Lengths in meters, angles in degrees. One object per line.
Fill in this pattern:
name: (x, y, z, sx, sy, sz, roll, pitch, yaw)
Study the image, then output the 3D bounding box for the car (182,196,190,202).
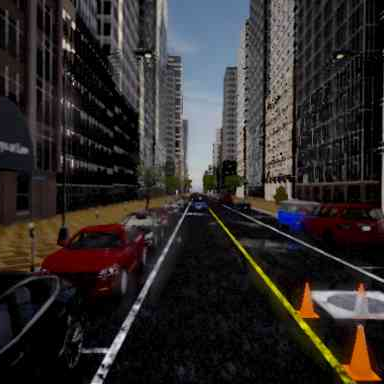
car: (-1.404, 1.629, 82.446, 1.947, 1.339, 4.313, 0, 0, 1)

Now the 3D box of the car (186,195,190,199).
car: (-1.731, 1.618, 54.029, 1.802, 1.307, 4.206, 0, 0, 1)

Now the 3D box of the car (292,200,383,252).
car: (6.189, 1.382, 14.150, 2.192, 1.841, 5.009, 0, 0, 1)

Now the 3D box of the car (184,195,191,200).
car: (-1.272, 1.623, 93.812, 2.008, 1.369, 4.403, 0, 0, 1)

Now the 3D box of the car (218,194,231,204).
car: (6.779, 1.434, 65.299, 2.192, 1.841, 5.009, 0, 0, 1)

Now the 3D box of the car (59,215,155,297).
car: (-2.255, 1.534, 8.563, 1.887, 1.381, 4.507, 0, 0, 1)

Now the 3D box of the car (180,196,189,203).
car: (-1.536, 1.578, 70.909, 1.752, 1.417, 4.829, 0, 0, 1)

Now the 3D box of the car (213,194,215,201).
car: (6.976, 1.575, 82.349, 1.967, 1.590, 4.097, 0, 0, 1)

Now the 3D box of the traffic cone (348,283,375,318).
traffic cone: (3.137, 1.989, 6.163, 0.340, 0.580, 0.340, 0, 0, 1)

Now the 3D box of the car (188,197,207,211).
car: (0.817, 1.572, 40.935, 1.812, 1.442, 4.674, 0, 0, 1)

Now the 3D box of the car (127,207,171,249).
car: (-2.190, 1.546, 14.246, 2.008, 1.369, 4.403, 0, 0, 1)

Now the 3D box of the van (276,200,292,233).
van: (6.255, 1.414, 19.833, 1.690, 1.788, 3.998, 0, 0, 1)

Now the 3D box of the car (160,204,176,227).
car: (-2.124, 1.583, 19.929, 1.802, 1.307, 4.206, 0, 0, 1)

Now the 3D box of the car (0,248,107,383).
car: (-2.321, 1.549, 2.880, 1.947, 1.339, 4.313, 0, 0, 1)

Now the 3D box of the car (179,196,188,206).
car: (-1.862, 1.575, 42.662, 2.008, 1.369, 4.403, 0, 0, 1)

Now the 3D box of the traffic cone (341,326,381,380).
traffic cone: (2.114, 1.978, 4.175, 0.340, 0.580, 0.340, 0, 0, 1)

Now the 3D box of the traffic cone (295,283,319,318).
traffic cone: (2.137, 1.980, 6.175, 0.340, 0.580, 0.340, 1, 0, 1)

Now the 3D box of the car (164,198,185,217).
car: (-1.993, 1.564, 31.296, 2.008, 1.369, 4.403, 0, 0, 1)

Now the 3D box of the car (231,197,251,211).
car: (6.518, 1.647, 42.565, 2.008, 1.369, 4.403, 0, 0, 1)

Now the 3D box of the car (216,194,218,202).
car: (6.845, 1.439, 70.983, 2.192, 1.841, 5.009, 0, 0, 1)
